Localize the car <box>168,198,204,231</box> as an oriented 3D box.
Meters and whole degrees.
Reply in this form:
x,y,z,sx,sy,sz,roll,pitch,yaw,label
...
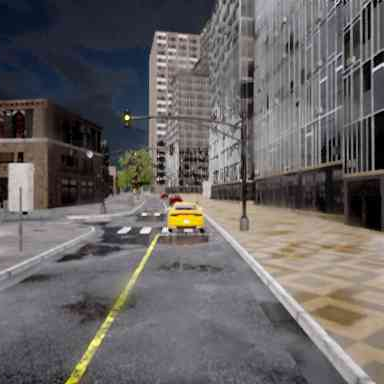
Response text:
x,y,z,sx,sy,sz,roll,pitch,yaw,label
-0.381,1.343,19.383,1.882,1.535,5.008,0,1,-2,car

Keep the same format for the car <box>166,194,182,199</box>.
x,y,z,sx,sy,sz,roll,pitch,yaw,label
-2.346,1.189,47.496,1.812,1.442,4.674,0,0,-6,car

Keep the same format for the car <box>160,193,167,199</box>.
x,y,z,sx,sy,sz,roll,pitch,yaw,label
-6.458,0.958,78.499,1.812,1.442,4.674,0,0,-10,car
